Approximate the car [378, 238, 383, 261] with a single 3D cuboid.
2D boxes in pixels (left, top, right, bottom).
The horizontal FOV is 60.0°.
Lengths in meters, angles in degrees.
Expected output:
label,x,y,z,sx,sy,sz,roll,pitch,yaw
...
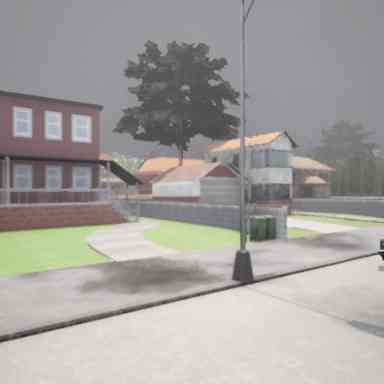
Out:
label,x,y,z,sx,sy,sz,roll,pitch,yaw
car,7.584,1.543,10.013,4.718,1.301,1.895,0,0,-35
